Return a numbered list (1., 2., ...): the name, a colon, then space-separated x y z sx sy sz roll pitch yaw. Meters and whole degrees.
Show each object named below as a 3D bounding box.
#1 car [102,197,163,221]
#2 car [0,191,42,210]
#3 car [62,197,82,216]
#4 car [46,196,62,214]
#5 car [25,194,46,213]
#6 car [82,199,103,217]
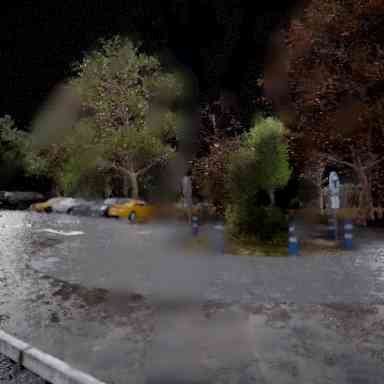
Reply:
1. car: -4.446 1.418 27.130 2.097 1.535 5.008 1 1 36
2. car: -17.770 0.901 36.847 2.435 2.045 5.566 1 1 36
3. car: -8.843 1.360 30.293 2.163 1.488 4.792 1 1 36
4. car: -11.069 1.326 31.943 2.002 1.452 4.674 1 1 36
5. car: -13.417 1.239 33.422 1.946 1.575 5.366 1 1 36
6. car: -6.665 1.248 28.787 2.185 1.767 4.553 1 1 36
